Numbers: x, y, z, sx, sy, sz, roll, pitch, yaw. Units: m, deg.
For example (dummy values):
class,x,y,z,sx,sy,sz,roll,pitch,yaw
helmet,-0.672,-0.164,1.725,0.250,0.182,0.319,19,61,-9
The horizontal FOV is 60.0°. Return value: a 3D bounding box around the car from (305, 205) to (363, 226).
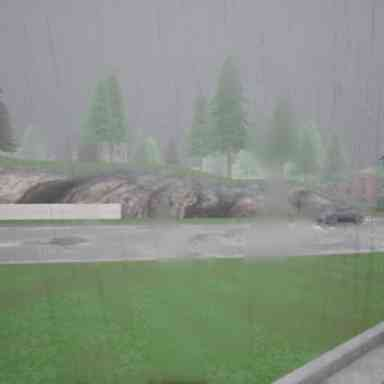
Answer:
class,x,y,z,sx,sy,sz,roll,pitch,yaw
car,10.348,1.674,24.200,4.181,1.385,1.994,0,0,-24
